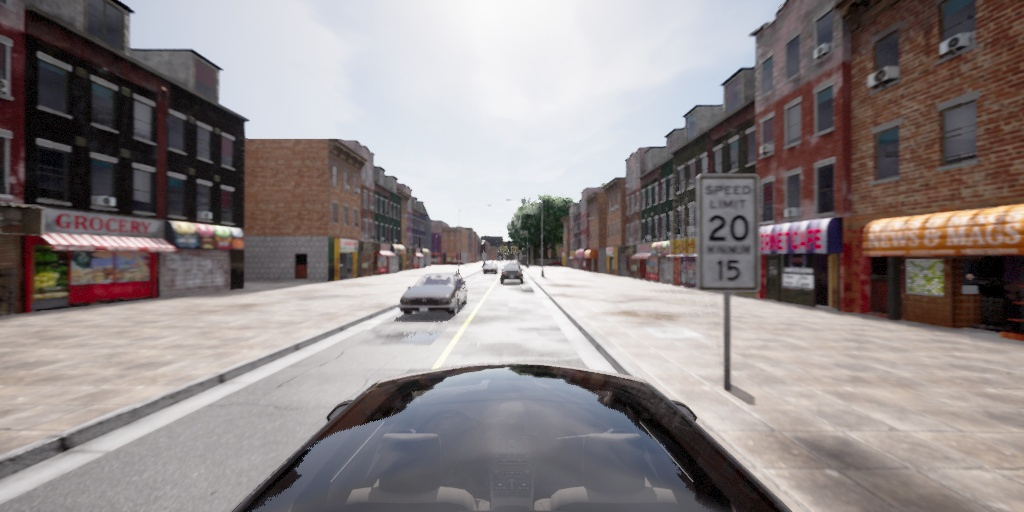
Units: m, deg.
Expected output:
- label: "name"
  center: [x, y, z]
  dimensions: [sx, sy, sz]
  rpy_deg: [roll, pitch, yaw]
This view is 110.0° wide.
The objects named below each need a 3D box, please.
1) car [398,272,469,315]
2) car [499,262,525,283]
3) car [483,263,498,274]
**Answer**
- label: "car"
  center: [-2.849, 1.367, 14.251]
  dimensions: [2.033, 1.411, 5.357]
  rpy_deg: [0, 0, 0]
- label: "car"
  center: [0.004, 1.445, 29.658]
  dimensions: [1.812, 1.442, 4.674]
  rpy_deg: [0, -1, 0]
- label: "car"
  center: [-2.758, 1.589, 46.984]
  dimensions: [2.033, 1.411, 5.357]
  rpy_deg: [0, 0, 0]
